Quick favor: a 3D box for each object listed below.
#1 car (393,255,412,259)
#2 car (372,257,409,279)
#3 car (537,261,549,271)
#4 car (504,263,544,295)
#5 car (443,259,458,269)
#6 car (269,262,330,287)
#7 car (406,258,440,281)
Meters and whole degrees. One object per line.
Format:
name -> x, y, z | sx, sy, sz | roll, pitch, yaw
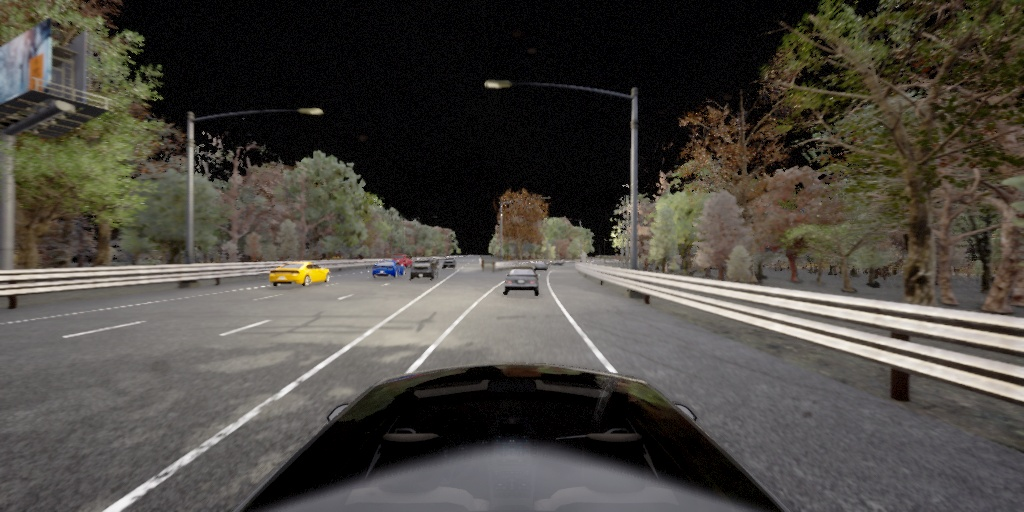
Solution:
car -> -16.296, 0.844, 53.238 | 2.150, 2.045, 5.566 | 0, 0, -5
car -> -10.868, 1.145, 31.851 | 1.882, 1.535, 5.008 | 0, 0, -5
car -> 4.508, 1.520, 54.735 | 1.994, 1.385, 4.181 | 0, 0, 10
car -> 0.583, 1.320, 20.058 | 2.033, 1.411, 5.357 | 0, 0, 3
car -> -9.357, 1.171, 54.223 | 1.837, 1.490, 4.892 | 0, 0, -5
car -> -13.621, 1.131, 23.355 | 1.882, 1.535, 5.008 | 0, 0, -5
car -> -7.157, 1.197, 29.660 | 1.837, 1.490, 4.892 | 0, 0, -5
